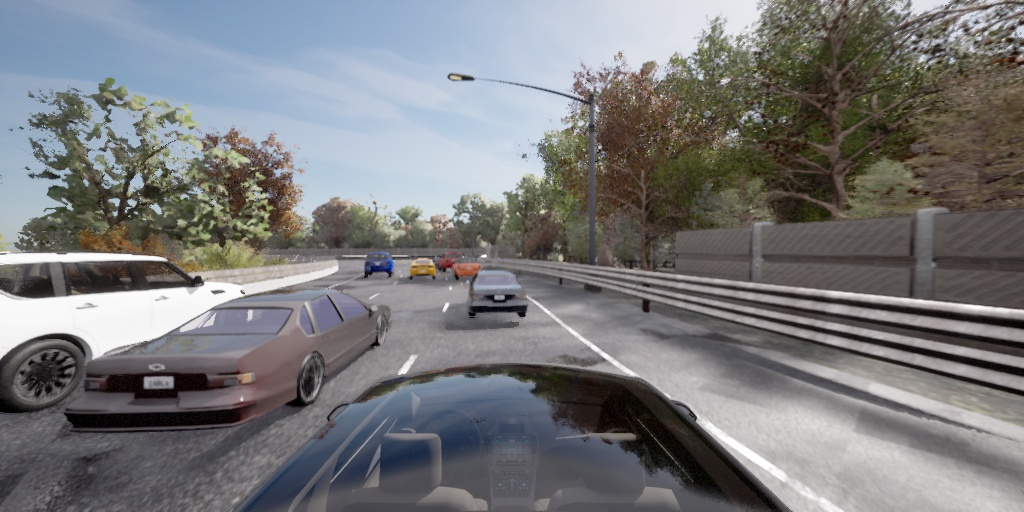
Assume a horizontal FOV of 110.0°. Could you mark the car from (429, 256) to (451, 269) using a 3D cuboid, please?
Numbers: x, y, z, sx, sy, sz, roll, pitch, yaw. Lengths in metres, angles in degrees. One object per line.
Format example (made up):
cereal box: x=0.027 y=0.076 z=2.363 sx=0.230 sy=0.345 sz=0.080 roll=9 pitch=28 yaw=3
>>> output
car: x=-9.492 y=0.827 z=46.917 sx=2.128 sy=1.511 sz=4.902 roll=0 pitch=1 yaw=-20

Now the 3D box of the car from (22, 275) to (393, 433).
car: x=-3.607 y=1.267 z=6.037 sx=2.033 sy=1.411 sz=5.357 roll=0 pitch=1 yaw=-3

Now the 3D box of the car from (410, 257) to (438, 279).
car: x=-7.270 y=0.980 z=29.155 sx=1.882 sy=1.535 sz=5.008 roll=0 pitch=1 yaw=-14

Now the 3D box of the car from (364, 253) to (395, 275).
car: x=-11.312 y=0.723 z=30.748 sx=2.150 sy=2.045 sz=5.566 roll=0 pitch=1 yaw=-16

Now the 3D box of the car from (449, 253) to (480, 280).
car: x=-3.574 y=0.851 z=28.256 sx=2.097 sy=1.767 sz=4.553 roll=0 pitch=1 yaw=-12

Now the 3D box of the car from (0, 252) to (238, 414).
car: x=-7.128 y=0.953 z=6.095 sx=2.150 sy=2.045 sz=5.566 roll=0 pitch=1 yaw=-3

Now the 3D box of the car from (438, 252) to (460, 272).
car: x=-6.528 y=0.631 z=38.336 sx=2.150 sy=2.045 sz=5.566 roll=0 pitch=1 yaw=-19

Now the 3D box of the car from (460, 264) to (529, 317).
car: x=-0.623 y=1.191 z=12.612 sx=2.033 sy=1.411 sz=5.357 roll=0 pitch=1 yaw=-6
